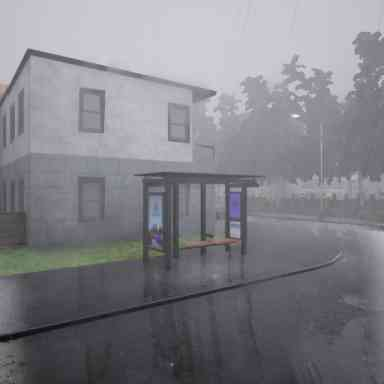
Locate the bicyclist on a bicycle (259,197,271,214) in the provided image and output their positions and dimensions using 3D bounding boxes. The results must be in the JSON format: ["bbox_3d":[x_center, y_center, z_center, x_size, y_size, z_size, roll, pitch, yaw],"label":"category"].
[{"bbox_3d":[7.145,1.349,32.428,1.656,1.620,0.582,0,0,-35],"label":"bicyclist on a bicycle"}]
